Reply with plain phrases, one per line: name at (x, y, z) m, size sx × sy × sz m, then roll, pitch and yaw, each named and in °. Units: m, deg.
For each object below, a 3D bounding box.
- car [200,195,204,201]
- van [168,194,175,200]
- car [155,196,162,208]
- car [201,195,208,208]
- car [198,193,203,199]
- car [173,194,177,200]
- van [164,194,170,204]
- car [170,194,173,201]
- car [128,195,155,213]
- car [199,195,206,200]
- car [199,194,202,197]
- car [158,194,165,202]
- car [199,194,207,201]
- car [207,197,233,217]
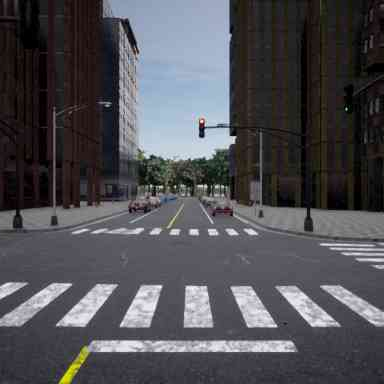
car at (2.774, 1.553, 53.476) m, size 1.887 × 1.381 × 4.507 m, roll 0°, pitch 0°, yaw 0°
van at (-5.743, 1.371, 91.541) m, size 1.690 × 1.788 × 3.998 m, roll 0°, pitch 0°, yaw 0°
car at (-5.752, 1.588, 48.040) m, size 1.802 × 1.307 × 4.206 m, roll 0°, pitch 0°, yaw 0°
car at (2.773, 1.557, 48.038) m, size 2.008 × 1.369 × 4.403 m, roll 0°, pitch 0°, yaw 0°
car at (2.779, 1.544, 75.396) m, size 1.752 × 1.417 × 4.829 m, roll 0°, pitch 0°, yaw 0°
car at (-5.744, 1.591, 86.103) m, size 1.947 × 1.339 × 4.313 m, roll 0°, pitch 0°, yaw 0°
van at (-5.749, 1.354, 64.353) m, size 1.690 × 1.788 × 3.998 m, roll 0°, pitch 0°, yaw 0°
car at (-5.747, 1.567, 69.791) m, size 2.008 × 1.369 × 4.403 m, roll 0°, pitch 0°, yaw 0°
car at (-5.755, 1.318, 37.165) m, size 2.192 × 1.841 × 5.009 m, roll 0°, pitch 0°, yaw 0°
car at (2.782, 1.555, 91.709) m, size 1.752 × 1.417 × 4.829 m, roll 0°, pitch 0°, yaw 0°
car at (2.777, 1.538, 64.521) m, size 1.752 × 1.417 × 4.829 m, roll 0°, pitch 0°, yaw 0°
car at (-5.751, 1.534, 53.308) m, size 1.752 × 1.417 × 4.829 m, roll 0°, pitch 0°, yaw 0°
car at (2.775, 1.555, 58.914) m, size 1.887 × 1.381 × 4.507 m, roll 0°, pitch 0°, yaw 0°
car at (2.769, 1.442, 31.726) m, size 1.967 × 1.590 × 4.097 m, roll 0°, pitch 0°, yaw 0°
